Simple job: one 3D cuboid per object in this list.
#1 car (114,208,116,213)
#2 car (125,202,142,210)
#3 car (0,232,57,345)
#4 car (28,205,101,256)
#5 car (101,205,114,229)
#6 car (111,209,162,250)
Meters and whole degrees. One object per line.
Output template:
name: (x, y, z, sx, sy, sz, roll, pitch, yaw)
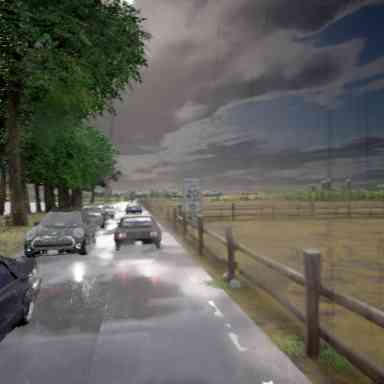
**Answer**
car: (-8.717, 1.935, 33.401, 1.895, 1.301, 4.718, -1, 0, -10)
car: (-7.017, 1.909, 40.220, 1.994, 1.385, 4.181, -1, 0, -10)
car: (-3.506, 1.632, 4.391, 2.033, 1.411, 5.357, -1, 0, -10)
car: (-5.188, 1.503, 13.669, 2.097, 1.767, 4.553, -1, 0, -10)
car: (-6.958, 1.727, 23.510, 2.128, 1.511, 4.902, -1, 0, -10)
car: (-2.459, 1.700, 15.032, 1.895, 1.301, 4.718, -1, 0, -10)
